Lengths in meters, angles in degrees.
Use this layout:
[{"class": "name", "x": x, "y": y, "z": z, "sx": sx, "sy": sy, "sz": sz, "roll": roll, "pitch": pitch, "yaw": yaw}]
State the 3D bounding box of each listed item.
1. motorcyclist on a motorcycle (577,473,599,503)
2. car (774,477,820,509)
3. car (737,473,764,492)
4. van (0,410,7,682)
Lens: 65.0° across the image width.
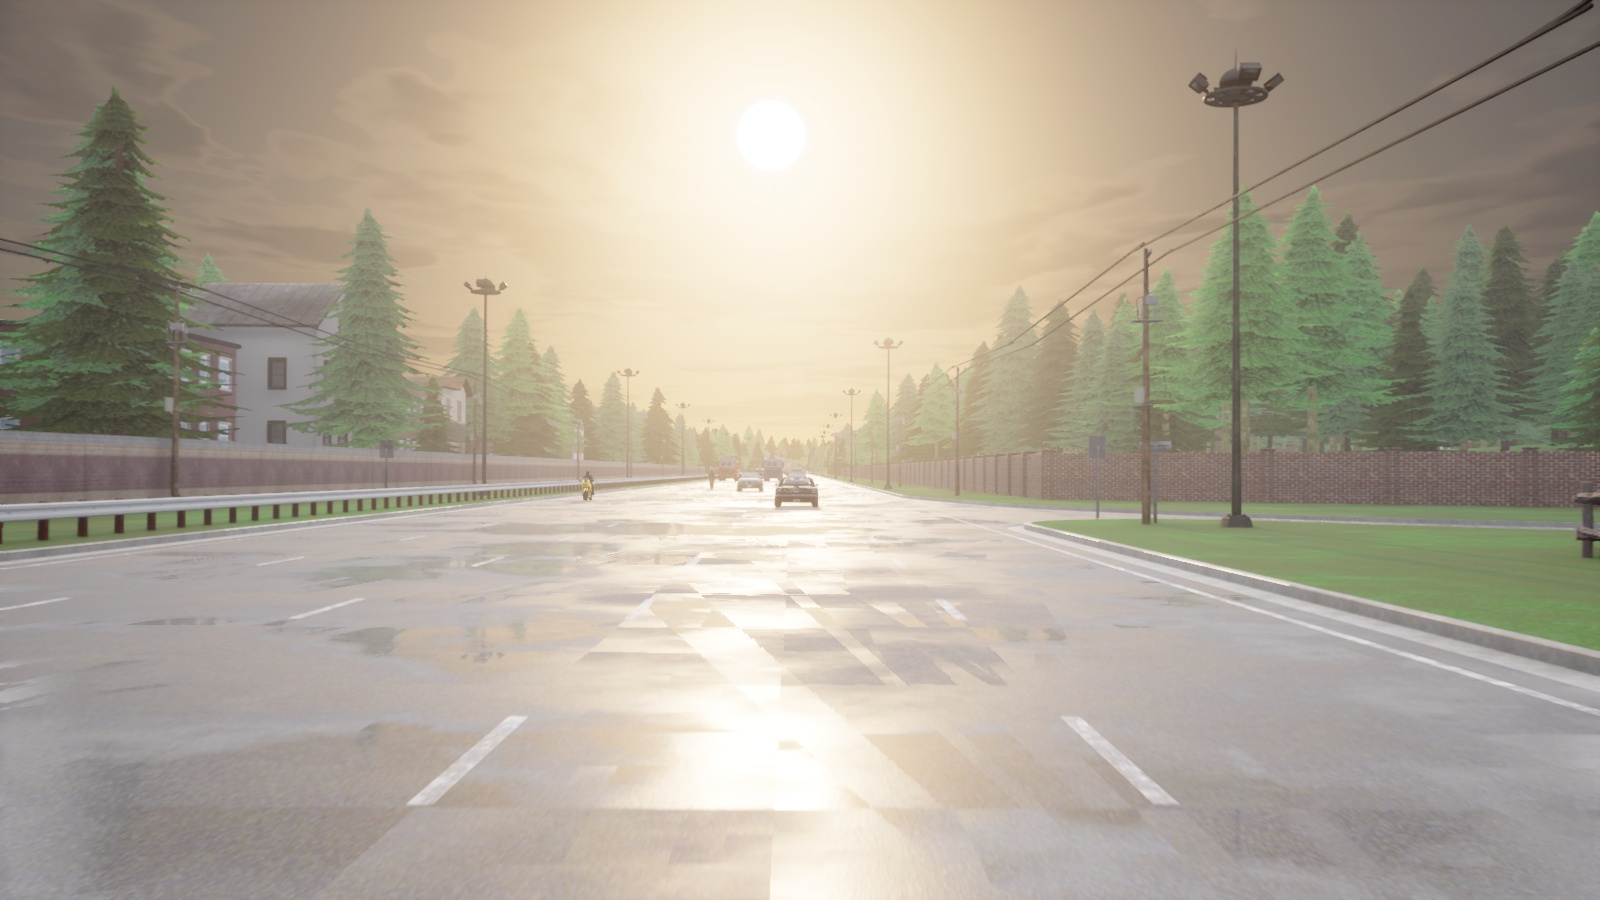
[{"class": "motorcyclist on a motorcycle", "x": -10.651, "y": 1.896, "z": 63.138, "sx": 0.797, "sy": 1.523, "sz": 2.044, "roll": 0, "pitch": -1, "yaw": 0}, {"class": "car", "x": -0.131, "y": 1.829, "z": 54.702, "sx": 1.895, "sy": 1.301, "sz": 4.718, "roll": 0, "pitch": -1, "yaw": 0}, {"class": "car", "x": -3.729, "y": 2.449, "z": 95.182, "sx": 1.812, "sy": 1.442, "sz": 4.674, "roll": 0, "pitch": -1, "yaw": 0}, {"class": "van", "x": -7.019, "y": 0.687, "z": 7.235, "sx": 2.069, "sy": 2.038, "sz": 4.480, "roll": 0, "pitch": -1, "yaw": 0}]
